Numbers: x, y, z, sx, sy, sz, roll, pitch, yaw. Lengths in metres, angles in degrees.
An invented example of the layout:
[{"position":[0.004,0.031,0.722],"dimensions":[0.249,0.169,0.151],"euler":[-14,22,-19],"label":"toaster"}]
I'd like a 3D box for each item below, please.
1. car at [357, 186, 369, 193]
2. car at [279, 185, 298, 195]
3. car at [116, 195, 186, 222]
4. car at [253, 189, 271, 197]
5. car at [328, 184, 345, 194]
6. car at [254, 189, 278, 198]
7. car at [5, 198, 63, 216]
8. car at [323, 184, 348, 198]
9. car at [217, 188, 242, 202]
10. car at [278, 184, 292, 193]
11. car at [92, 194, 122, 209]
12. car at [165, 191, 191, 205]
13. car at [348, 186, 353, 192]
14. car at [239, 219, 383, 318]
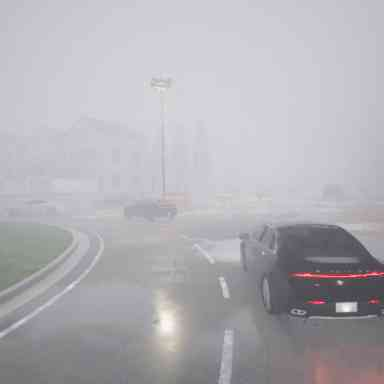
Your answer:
[{"position":[38.862,-0.575,75.563],"dimensions":[1.994,1.385,4.181],"euler":[-1,1,35],"label":"car"},{"position":[20.802,-0.119,69.923],"dimensions":[2.128,1.511,4.902],"euler":[-1,1,35],"label":"car"},{"position":[-2.958,1.167,22.972],"dimensions":[2.128,1.511,4.902],"euler":[-2,1,-39],"label":"car"},{"position":[14.057,0.167,66.436],"dimensions":[1.895,1.301,4.718],"euler":[-1,1,35],"label":"car"},{"position":[30.027,-0.609,69.122],"dimensions":[2.150,2.045,5.566],"euler":[-1,1,35],"label":"car"},{"position":[12.923,0.321,58.834],"dimensions":[1.895,1.301,4.718],"euler":[-1,1,36],"label":"car"},{"position":[-14.065,1.326,29.805],"dimensions":[4.674,1.442,1.812],"euler":[-1,1,-24],"label":"car"},{"position":[21.914,-0.127,51.390],"dimensions":[2.150,2.045,5.566],"euler":[-1,1,35],"label":"car"},{"position":[5.433,0.540,48.281],"dimensions":[1.882,1.535,5.008],"euler":[-1,1,36],"label":"car"},{"position":[21.725,-0.808,77.305],"dimensions":[2.150,2.045,5.566],"euler":[-1,1,35],"label":"car"},{"position":[-8.708,1.046,37.383],"dimensions":[4.902,1.511,2.128],"euler":[-2,1,-40],"label":"car"},{"position":[-2.270,0.744,38.742],"dimensions":[2.097,1.767,4.553],"euler":[0,1,43],"label":"car"},{"position":[35.780,-0.733,77.269],"dimensions":[1.812,1.442,4.674],"euler":[-1,1,35],"label":"car"},{"position":[2.210,1.338,7.138],"dimensions":[1.837,1.490,4.892],"euler":[-1,1,1],"label":"car"}]
